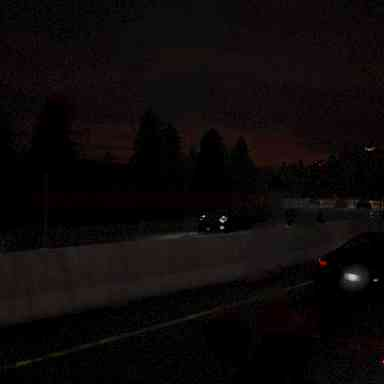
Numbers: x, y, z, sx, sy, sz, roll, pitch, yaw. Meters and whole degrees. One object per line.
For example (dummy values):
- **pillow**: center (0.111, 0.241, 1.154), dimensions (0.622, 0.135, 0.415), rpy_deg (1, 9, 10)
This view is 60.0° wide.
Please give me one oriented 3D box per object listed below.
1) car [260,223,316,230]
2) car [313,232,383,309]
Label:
- **car**: center (5.437, 1.641, 18.238), dimensions (1.882, 1.535, 5.008), rpy_deg (0, 0, 44)
- **car**: center (4.647, 1.646, 7.744), dimensions (4.181, 1.385, 1.994), rpy_deg (1, -1, -40)
